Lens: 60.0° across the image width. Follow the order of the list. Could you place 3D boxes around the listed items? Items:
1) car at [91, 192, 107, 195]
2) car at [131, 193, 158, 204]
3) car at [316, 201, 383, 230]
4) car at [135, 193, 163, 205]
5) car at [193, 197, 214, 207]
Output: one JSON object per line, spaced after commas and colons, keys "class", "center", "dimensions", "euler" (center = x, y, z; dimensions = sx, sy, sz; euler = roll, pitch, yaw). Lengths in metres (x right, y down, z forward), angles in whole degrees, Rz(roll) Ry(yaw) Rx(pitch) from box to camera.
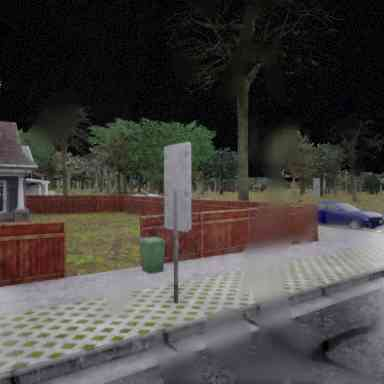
{"class": "car", "center": [-16.814, 0.694, 60.426], "dimensions": [1.895, 1.301, 4.718], "euler": [0, 1, -36]}
{"class": "car", "center": [-6.423, 0.977, 41.104], "dimensions": [1.812, 1.442, 4.674], "euler": [0, 1, -36]}
{"class": "car", "center": [8.791, 1.331, 20.060], "dimensions": [1.882, 1.535, 5.008], "euler": [0, 1, -35]}
{"class": "car", "center": [-5.970, 0.913, 45.473], "dimensions": [1.812, 1.442, 4.674], "euler": [0, 1, -36]}
{"class": "car", "center": [1.135, 1.200, 30.657], "dimensions": [2.033, 1.411, 5.357], "euler": [0, 1, -36]}
